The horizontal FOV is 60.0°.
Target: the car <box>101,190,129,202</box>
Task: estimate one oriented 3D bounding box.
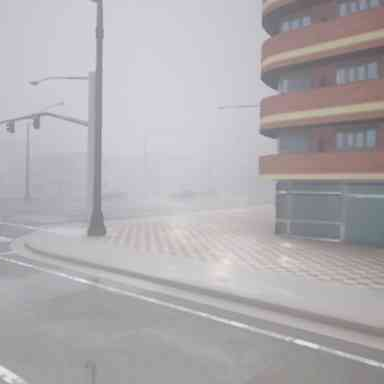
[{"bbox_3d":[-10.494,0.453,43.440,2.128,1.511,4.902,2,2,37],"label":"car"}]

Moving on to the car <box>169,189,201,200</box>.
[{"bbox_3d":[-1.367,0.347,49.818,2.128,1.511,4.902,2,2,37],"label":"car"}]

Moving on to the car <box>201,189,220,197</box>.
[{"bbox_3d":[3.059,0.122,61.480,2.033,1.411,5.357,2,2,37],"label":"car"}]
